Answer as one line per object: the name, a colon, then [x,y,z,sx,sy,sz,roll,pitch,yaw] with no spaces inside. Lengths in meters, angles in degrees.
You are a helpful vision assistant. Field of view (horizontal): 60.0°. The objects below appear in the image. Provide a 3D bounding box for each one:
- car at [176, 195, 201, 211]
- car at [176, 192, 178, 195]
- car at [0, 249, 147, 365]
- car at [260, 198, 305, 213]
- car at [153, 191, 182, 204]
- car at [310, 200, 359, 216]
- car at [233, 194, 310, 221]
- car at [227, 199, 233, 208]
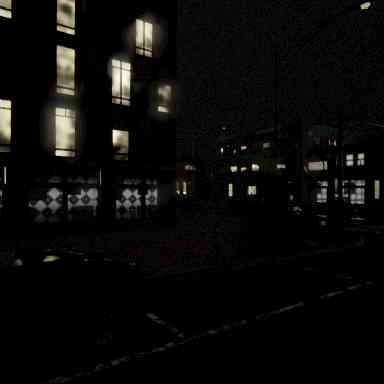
car: [-0.812,1.231,33.712,1.802,1.307,4.206,1,0,-36]
car: [-0.643,1.101,47.613,2.008,1.369,4.403,1,0,-36]
car: [-2.722,1.566,4.613,4.313,1.339,1.947,0,0,-36]
car: [9.225,1.340,34.216,1.802,1.307,4.206,1,0,-36]
car: [-3.927,0.793,52.077,2.192,1.841,5.009,1,0,-36]
car: [12.515,1.371,29.752,1.887,1.381,4.507,1,0,-36]
car: [5.774,1.101,24.781,2.192,1.841,5.009,1,0,-36]
car: [5.937,1.130,38.683,1.967,1.590,4.097,1,0,-36]
